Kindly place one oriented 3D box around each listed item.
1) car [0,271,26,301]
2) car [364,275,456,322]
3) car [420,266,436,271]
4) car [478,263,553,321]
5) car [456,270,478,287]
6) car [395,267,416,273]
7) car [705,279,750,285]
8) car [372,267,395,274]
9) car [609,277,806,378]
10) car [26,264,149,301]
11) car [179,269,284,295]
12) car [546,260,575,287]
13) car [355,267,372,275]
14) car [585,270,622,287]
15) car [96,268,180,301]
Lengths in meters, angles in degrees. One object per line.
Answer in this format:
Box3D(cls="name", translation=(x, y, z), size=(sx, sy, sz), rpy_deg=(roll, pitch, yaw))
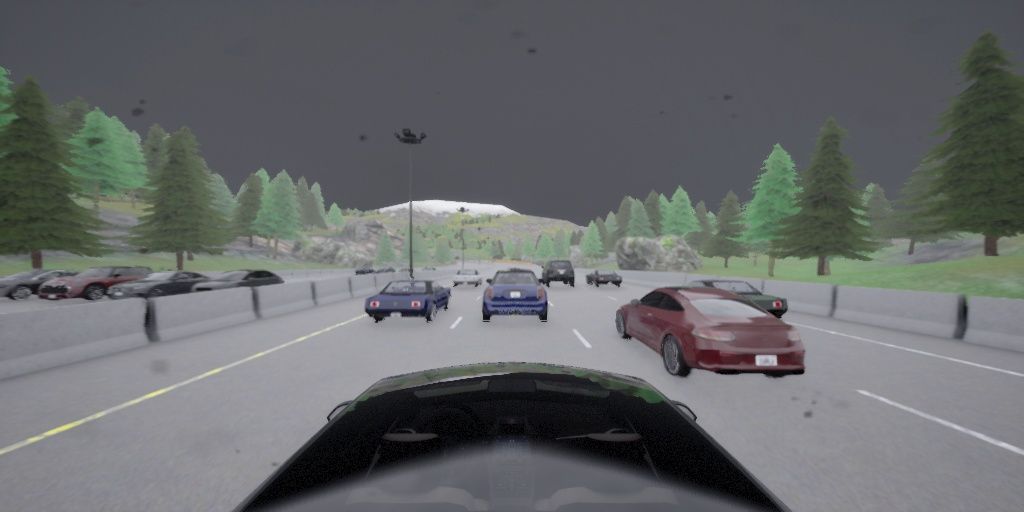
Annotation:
Box3D(cls="car", translation=(-24.592, 1.440, 18.818), size=(2.128, 1.511, 4.902), rpy_deg=(0, -1, 0))
Box3D(cls="car", translation=(-3.398, 1.471, 12.739), size=(1.895, 1.301, 4.718), rpy_deg=(0, -1, 0))
Box3D(cls="car", translation=(-14.023, 2.430, 60.213), size=(2.128, 1.511, 4.902), rpy_deg=(0, -2, 1))
Box3D(cls="car", translation=(0.100, 1.228, 13.091), size=(2.097, 1.767, 4.553), rpy_deg=(0, -1, 0))
Box3D(cls="car", translation=(-3.394, 1.724, 28.271), size=(1.895, 1.301, 4.718), rpy_deg=(0, -1, 0))
Box3D(cls="car", translation=(-17.520, 2.499, 60.214), size=(1.994, 1.385, 4.181), rpy_deg=(0, -2, 1))
Box3D(cls="car", translation=(7.102, 1.475, 12.698), size=(1.895, 1.301, 4.718), rpy_deg=(0, -1, 0))
Box3D(cls="car", translation=(-21.006, 2.480, 60.163), size=(2.033, 1.411, 5.357), rpy_deg=(0, -2, 1))
Box3D(cls="car", translation=(3.596, 1.334, 7.368), size=(1.812, 1.442, 4.674), rpy_deg=(0, -1, 0))
Box3D(cls="car", translation=(-21.092, 1.300, 18.700), size=(2.097, 1.767, 4.553), rpy_deg=(0, -1, 0))
Box3D(cls="car", translation=(-14.093, 1.457, 18.753), size=(1.837, 1.490, 4.892), rpy_deg=(0, -1, 0))
Box3D(cls="car", translation=(3.607, 1.355, 28.658), size=(2.150, 2.045, 5.566), rpy_deg=(0, -1, 0))
Box3D(cls="car", translation=(-24.503, 2.530, 60.095), size=(1.895, 1.301, 4.718), rpy_deg=(0, -2, 1))
Box3D(cls="car", translation=(7.106, 1.729, 28.254), size=(1.895, 1.301, 4.718), rpy_deg=(0, -1, 0))
Box3D(cls="car", translation=(-17.594, 1.470, 18.381), size=(1.812, 1.442, 4.674), rpy_deg=(0, -1, 0))
